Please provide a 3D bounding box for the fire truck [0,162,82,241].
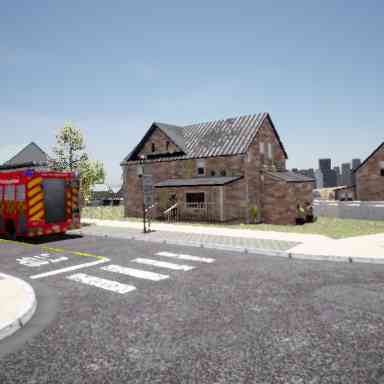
[{"bbox_3d":[-9.880,0.474,18.682,8.468,3.827,2.891,-1,2,38],"label":"fire truck"}]
